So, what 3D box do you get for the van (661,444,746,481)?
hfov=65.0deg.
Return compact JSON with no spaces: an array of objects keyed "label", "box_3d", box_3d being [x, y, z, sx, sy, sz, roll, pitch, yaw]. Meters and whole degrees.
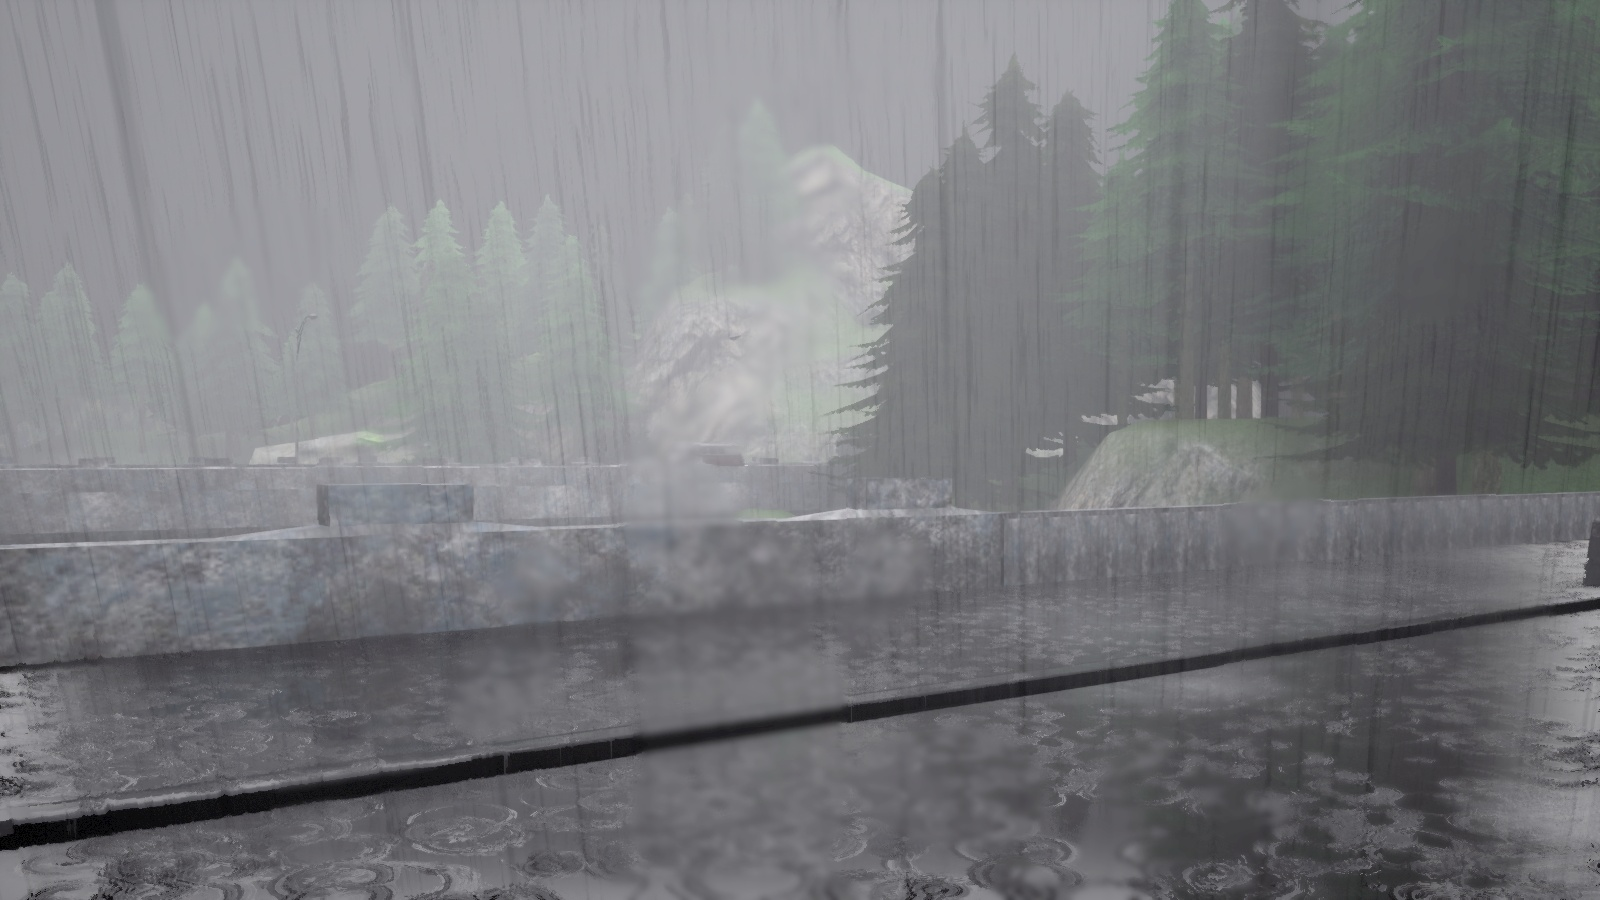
[{"label":"van","box_3d":[-5.402,0.682,70.622,4.442,1.987,1.775,0,0,-35]}]
